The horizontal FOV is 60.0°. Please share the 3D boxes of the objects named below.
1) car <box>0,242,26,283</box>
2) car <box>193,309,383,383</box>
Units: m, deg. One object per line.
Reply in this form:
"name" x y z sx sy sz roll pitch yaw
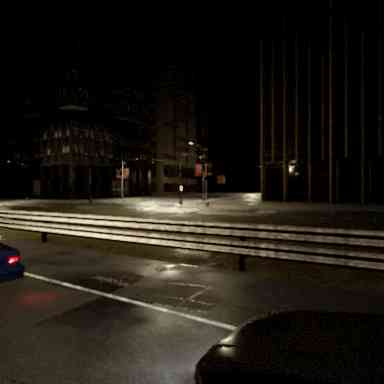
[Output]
"car" -6.416 1.604 8.570 5.357 1.411 2.033 0 0 36
"car" 2.552 1.541 2.182 5.357 1.411 2.033 0 0 35
